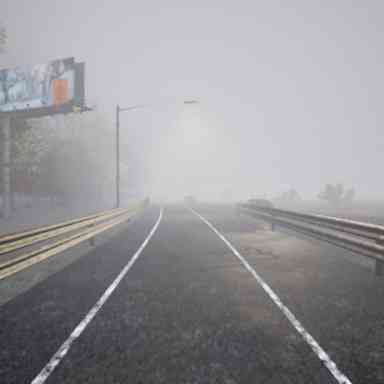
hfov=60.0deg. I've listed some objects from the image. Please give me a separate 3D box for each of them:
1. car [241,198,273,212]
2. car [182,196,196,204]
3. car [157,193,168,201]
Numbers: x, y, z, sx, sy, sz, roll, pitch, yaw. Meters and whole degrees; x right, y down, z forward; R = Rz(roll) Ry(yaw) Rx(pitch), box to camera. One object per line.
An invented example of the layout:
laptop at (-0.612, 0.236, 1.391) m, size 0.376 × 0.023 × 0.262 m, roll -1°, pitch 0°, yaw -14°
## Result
car at (6.948, 1.423, 35.966) m, size 1.837 × 1.490 × 4.892 m, roll 0°, pitch 0°, yaw -16°
car at (-0.579, 1.481, 62.904) m, size 1.837 × 1.490 × 4.892 m, roll 0°, pitch 0°, yaw -16°
car at (-7.868, 1.236, 88.996) m, size 2.150 × 2.045 × 5.566 m, roll 0°, pitch 0°, yaw -16°
